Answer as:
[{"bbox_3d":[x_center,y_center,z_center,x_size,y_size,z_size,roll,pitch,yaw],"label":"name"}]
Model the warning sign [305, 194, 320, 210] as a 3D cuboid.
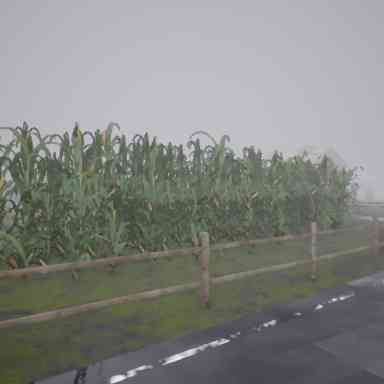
[{"bbox_3d":[13.847,1.114,38.300,1.300,1.860,1.060,0,0,-40],"label":"warning sign"}]
